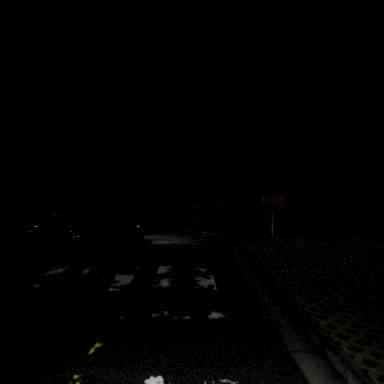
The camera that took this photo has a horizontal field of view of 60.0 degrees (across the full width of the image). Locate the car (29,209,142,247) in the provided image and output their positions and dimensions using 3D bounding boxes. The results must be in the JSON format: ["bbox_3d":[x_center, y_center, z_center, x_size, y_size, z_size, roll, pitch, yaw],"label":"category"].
[{"bbox_3d":[-4.515,1.483,14.502,4.674,1.442,1.812,1,0,-20],"label":"car"}]
